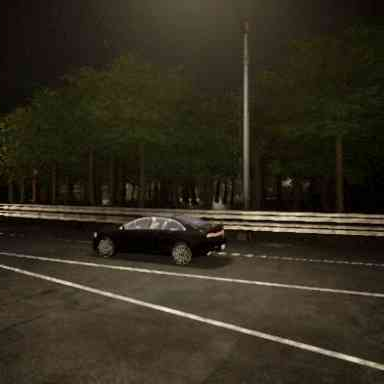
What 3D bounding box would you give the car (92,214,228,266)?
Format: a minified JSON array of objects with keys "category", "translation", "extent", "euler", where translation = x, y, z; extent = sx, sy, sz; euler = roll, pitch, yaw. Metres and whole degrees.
[{"category":"car","translation":[-1.205,1.512,11.507],"extent":[4.902,1.511,2.128],"euler":[0,0,25]}]
